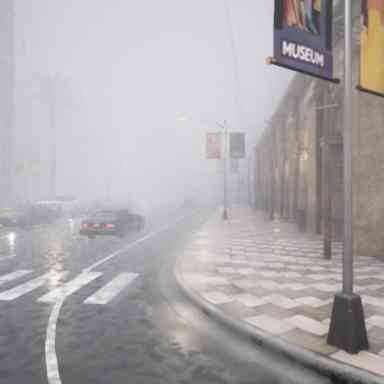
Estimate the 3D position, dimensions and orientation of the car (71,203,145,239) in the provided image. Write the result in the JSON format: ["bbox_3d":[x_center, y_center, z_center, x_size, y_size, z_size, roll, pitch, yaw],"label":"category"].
[{"bbox_3d":[-3.943,1.538,17.304,2.033,1.411,5.357,0,0,6],"label":"car"}]

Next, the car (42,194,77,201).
[{"bbox_3d":[-12.896,1.203,32.135,2.150,2.045,5.566,0,0,7],"label":"car"}]

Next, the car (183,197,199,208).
[{"bbox_3d":[-0.156,1.571,48.870,1.837,1.490,4.892,0,0,7],"label":"car"}]

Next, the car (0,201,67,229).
[{"bbox_3d":[-10.604,1.535,21.613,2.033,1.411,5.357,0,0,6],"label":"car"}]

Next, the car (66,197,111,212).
[{"bbox_3d":[-9.506,1.509,30.977,1.812,1.442,4.674,0,0,7],"label":"car"}]

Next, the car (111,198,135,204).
[{"bbox_3d":[-8.288,1.504,40.792,1.812,1.442,4.674,0,0,7],"label":"car"}]
